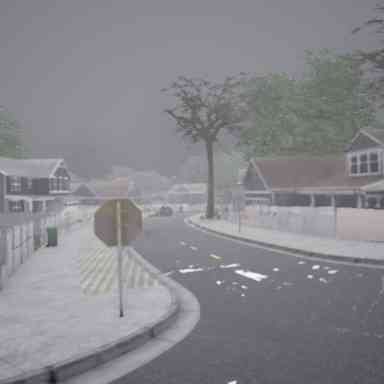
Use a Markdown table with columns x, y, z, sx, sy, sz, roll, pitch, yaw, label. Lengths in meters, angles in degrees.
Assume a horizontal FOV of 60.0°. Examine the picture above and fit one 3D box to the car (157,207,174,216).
| x | y | z | sx | sy | sz | roll | pitch | yaw | label |
| --- | --- | --- | --- | --- | --- | --- | --- | --- | --- |
| -4.137 | 3.026 | 51.797 | 1.994 | 1.385 | 4.181 | -1 | -2 | 8 | car |
